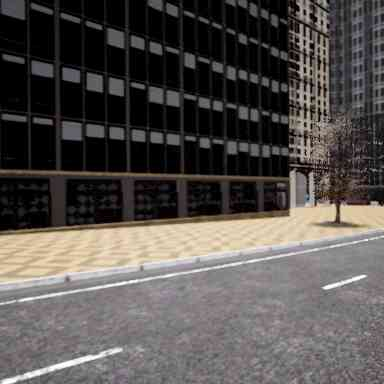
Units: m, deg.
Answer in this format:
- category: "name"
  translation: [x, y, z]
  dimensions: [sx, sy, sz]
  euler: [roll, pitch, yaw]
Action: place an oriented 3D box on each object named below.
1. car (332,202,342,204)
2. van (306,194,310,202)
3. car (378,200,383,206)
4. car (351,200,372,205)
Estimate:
- category: "car"
  translation: [28.060, 1.842, 67.315]
  dimensions: [1.947, 1.339, 4.313]
  euler: [0, 0, -39]
- category: "van"
  translation: [27.355, 1.469, 81.448]
  dimensions: [1.690, 1.788, 3.998]
  euler: [0, 0, -39]
- category: "car"
  translation: [35.223, 1.907, 58.486]
  dimensions: [1.947, 1.339, 4.313]
  euler: [0, 0, -39]
- category: "car"
  translation: [31.625, 1.891, 62.889]
  dimensions: [1.802, 1.307, 4.206]
  euler: [0, 0, -39]
